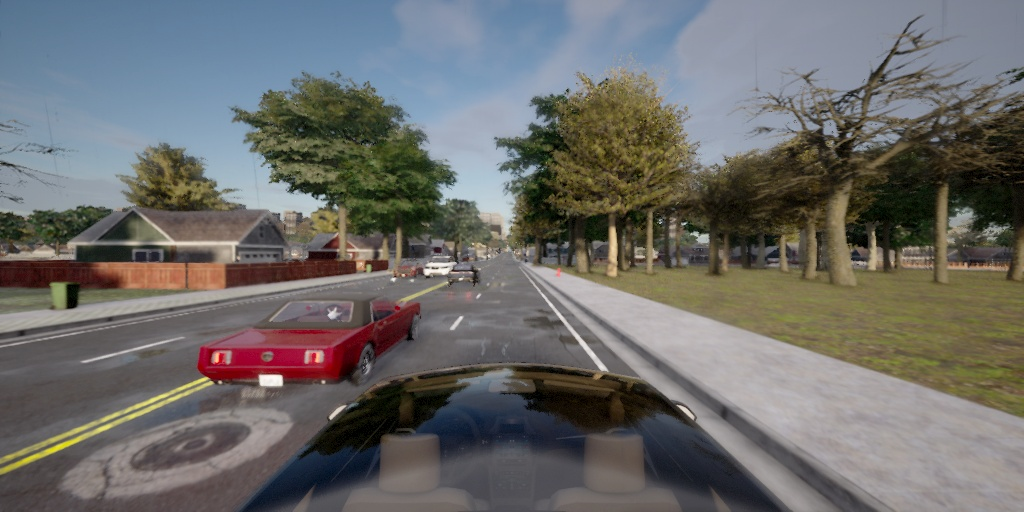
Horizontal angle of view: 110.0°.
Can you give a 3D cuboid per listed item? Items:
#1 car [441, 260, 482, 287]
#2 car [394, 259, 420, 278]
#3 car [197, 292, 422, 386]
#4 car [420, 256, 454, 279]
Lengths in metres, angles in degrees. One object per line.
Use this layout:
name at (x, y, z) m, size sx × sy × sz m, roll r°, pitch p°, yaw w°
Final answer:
car at (-3.214, 1.258, 24.895) m, size 2.128 × 1.511 × 4.902 m, roll 0°, pitch 0°, yaw 0°
car at (-9.845, 1.163, 34.787) m, size 2.097 × 1.767 × 4.553 m, roll 0°, pitch 0°, yaw 0°
car at (-3.169, 1.358, 6.947) m, size 1.895 × 1.301 × 4.718 m, roll 0°, pitch 0°, yaw 0°
car at (-6.601, 1.010, 33.627) m, size 2.150 × 2.045 × 5.566 m, roll 0°, pitch 0°, yaw 0°
